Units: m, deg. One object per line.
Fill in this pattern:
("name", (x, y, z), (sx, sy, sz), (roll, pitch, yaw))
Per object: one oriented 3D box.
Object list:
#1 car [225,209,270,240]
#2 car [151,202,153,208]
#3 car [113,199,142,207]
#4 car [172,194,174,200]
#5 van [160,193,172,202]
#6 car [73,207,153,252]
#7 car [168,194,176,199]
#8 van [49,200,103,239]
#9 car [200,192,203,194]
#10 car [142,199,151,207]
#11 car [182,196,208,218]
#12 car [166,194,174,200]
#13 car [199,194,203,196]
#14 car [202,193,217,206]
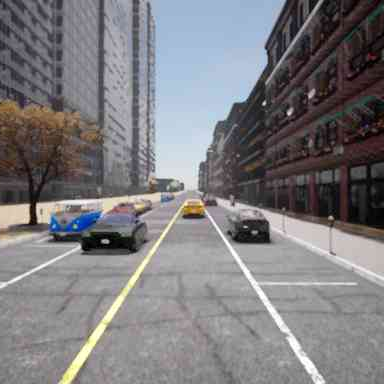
("car", (2.731, 1.514, 16.645), (2.008, 1.369, 4.403), (1, 0, 0))
("car", (-5.598, 1.473, 39.231), (1.802, 1.307, 4.206), (1, 0, 0))
("car", (-5.623, 1.509, 27.938), (1.802, 1.307, 4.206), (1, 0, 0))
("car", (-5.520, 1.315, 73.109), (1.887, 1.381, 4.507), (1, 0, 0))
("van", (-5.530, 1.133, 67.461), (1.690, 1.788, 3.998), (1, 0, 0))
("car", (-2.998, 1.532, 13.573), (1.994, 1.385, 4.181), (0, 0, 1))
("car", (-5.481, 1.264, 90.048), (1.947, 1.339, 4.313), (1, 0, 0))
("van", (-5.647, 1.299, 16.644), (1.690, 1.788, 3.998), (1, 0, 0))
("car", (2.851, 1.113, 67.464), (2.192, 1.841, 5.009), (1, 0, 0))
("car", (-5.610, 1.435, 33.414), (1.752, 1.417, 4.829), (1, 0, 0))
("car", (0.149, 1.403, 29.691), (1.882, 1.535, 5.008), (0, 0, 0))
("car", (-5.494, 1.305, 84.400), (1.802, 1.307, 4.206), (1, 0, 0))
("car", (0.178, 1.356, 44.342), (1.882, 1.535, 5.008), (0, 0, 0))
("car", (2.810, 1.299, 50.527), (1.967, 1.590, 4.097), (1, 0, 0))
